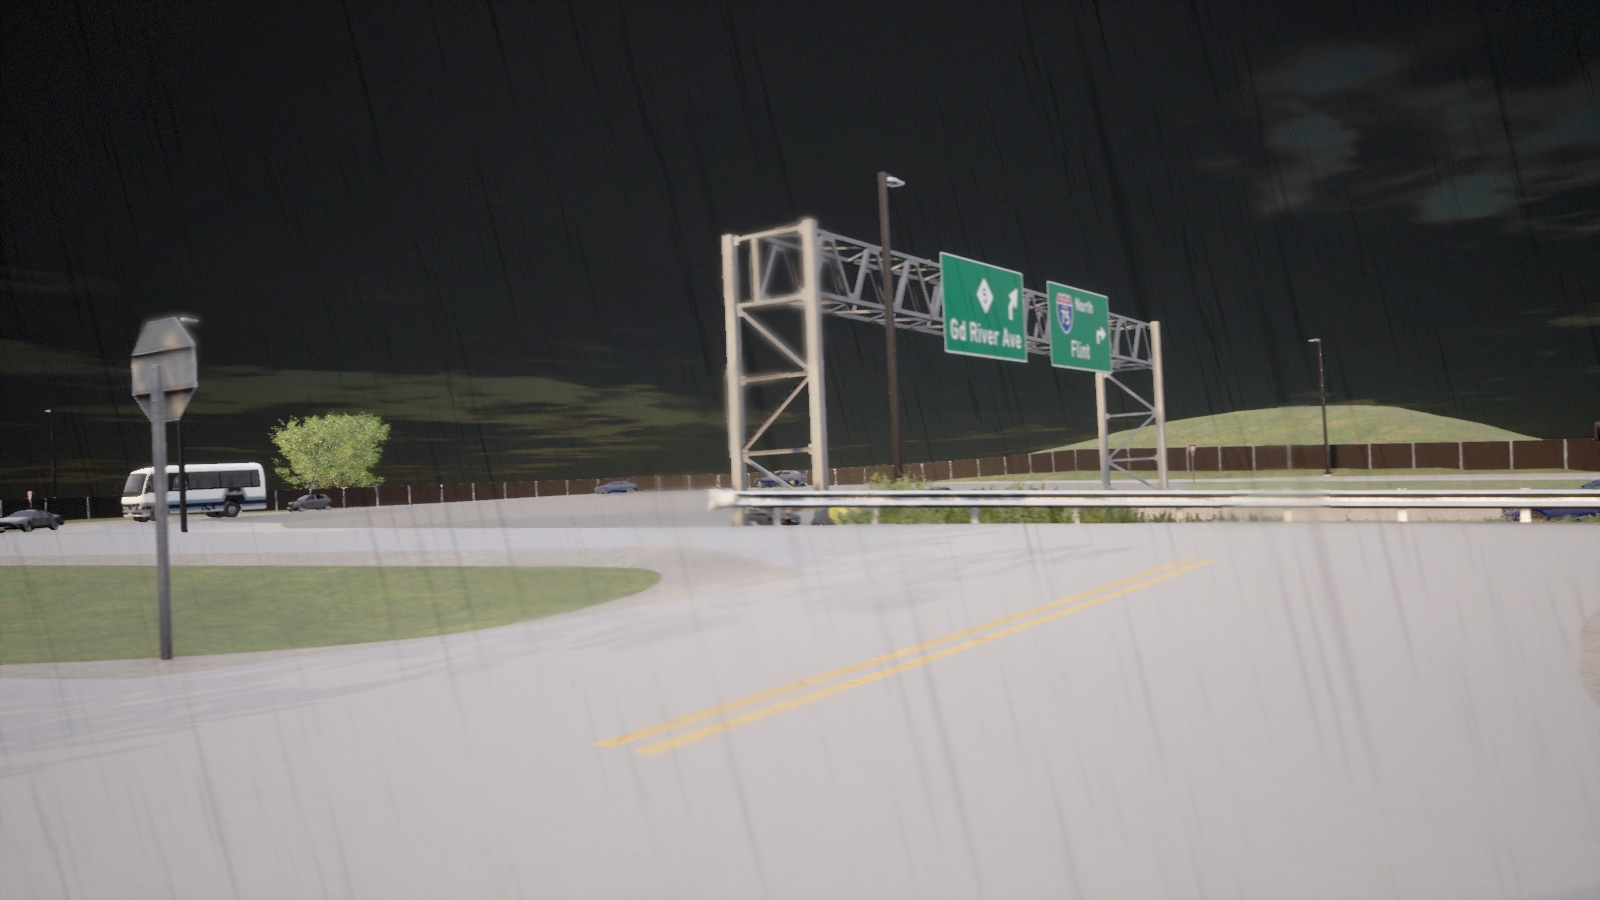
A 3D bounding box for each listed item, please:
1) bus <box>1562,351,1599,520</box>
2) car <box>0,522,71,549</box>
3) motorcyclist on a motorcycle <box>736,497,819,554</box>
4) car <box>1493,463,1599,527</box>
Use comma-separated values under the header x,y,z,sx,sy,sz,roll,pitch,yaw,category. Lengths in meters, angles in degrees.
x,y,z,sx,sy,sz,roll,pitch,yaw,category
24.995,-0.615,30.927,10.273,4.253,3.944,-4,-1,34,bus
-49.876,5.514,81.420,2.033,1.411,5.357,-3,-1,0,car
-0.641,2.152,35.662,2.191,1.530,0.866,-4,-1,34,motorcyclist on a motorcycle
19.570,1.053,30.403,4.674,1.442,1.812,-4,-1,34,car
